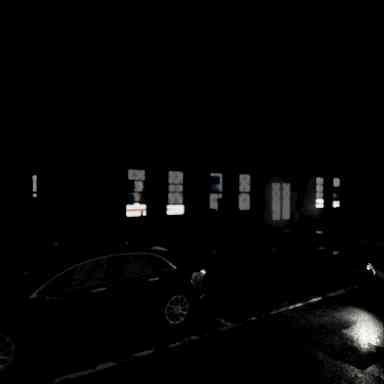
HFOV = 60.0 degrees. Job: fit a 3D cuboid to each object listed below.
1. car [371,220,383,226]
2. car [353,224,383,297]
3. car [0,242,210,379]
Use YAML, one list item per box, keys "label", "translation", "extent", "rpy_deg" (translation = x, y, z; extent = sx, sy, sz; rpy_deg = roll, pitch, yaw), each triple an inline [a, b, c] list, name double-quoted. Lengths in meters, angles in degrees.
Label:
- label: "car"
  translation: [7.527, 1.584, 11.958]
  extent: [4.206, 1.307, 1.802]
  rpy_deg: [0, 0, -36]
- label: "car"
  translation: [5.702, 1.527, 7.464]
  extent: [4.674, 1.442, 1.812]
  rpy_deg: [0, 0, -36]
- label: "car"
  translation: [-1.728, 1.551, 5.329]
  extent: [4.403, 1.369, 2.008]
  rpy_deg: [0, 0, -36]
